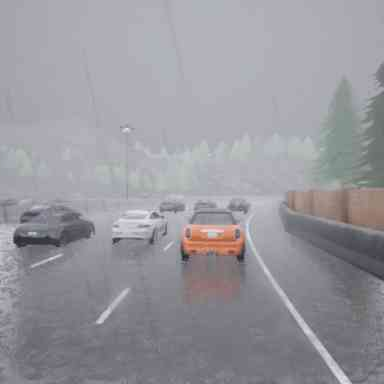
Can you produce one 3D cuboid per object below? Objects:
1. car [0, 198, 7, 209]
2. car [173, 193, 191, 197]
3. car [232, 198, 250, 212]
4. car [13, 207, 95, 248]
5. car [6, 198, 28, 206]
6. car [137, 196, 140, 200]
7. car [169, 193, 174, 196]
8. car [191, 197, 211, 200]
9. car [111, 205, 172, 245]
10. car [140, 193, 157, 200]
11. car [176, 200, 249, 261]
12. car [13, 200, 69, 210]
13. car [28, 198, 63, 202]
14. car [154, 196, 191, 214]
[{"bbox_3d":[-22.910,1.516,40.363,1.837,1.490,4.892,0,0,14],"label":"car"},{"bbox_3d":[-1.640,1.476,76.508,2.097,1.767,4.553,0,0,28],"label":"car"},{"bbox_3d":[5.187,1.426,36.470,2.097,1.767,4.553,0,0,15],"label":"car"},{"bbox_3d":[-5.963,1.574,14.871,1.994,1.385,4.181,0,0,6],"label":"car"},{"bbox_3d":[-19.423,1.544,39.899,1.812,1.442,4.674,0,0,14],"label":"car"},{"bbox_3d":[-11.033,1.314,81.202,2.150,2.045,5.566,0,0,28],"label":"car"},{"bbox_3d":[-4.081,1.282,79.328,2.150,2.045,5.566,0,0,28],"label":"car"},{"bbox_3d":[1.585,1.557,36.573,2.128,1.511,4.902,0,0,15],"label":"car"},{"bbox_3d":[-2.362,1.546,15.744,1.812,1.442,4.674,0,0,6],"label":"car"},{"bbox_3d":[-9.153,1.641,77.198,2.033,1.411,5.357,0,0,26],"label":"car"},{"bbox_3d":[0.837,1.375,12.596,2.097,1.767,4.553,0,0,5],"label":"car"},{"bbox_3d":[-8.723,1.519,21.001,1.837,1.490,4.892,0,0,8],"label":"car"},{"bbox_3d":[-16.160,1.531,38.537,1.837,1.490,4.892,0,-1,14],"label":"car"},{"bbox_3d":[-2.065,1.547,36.456,2.128,1.511,4.902,0,0,14],"label":"car"}]
